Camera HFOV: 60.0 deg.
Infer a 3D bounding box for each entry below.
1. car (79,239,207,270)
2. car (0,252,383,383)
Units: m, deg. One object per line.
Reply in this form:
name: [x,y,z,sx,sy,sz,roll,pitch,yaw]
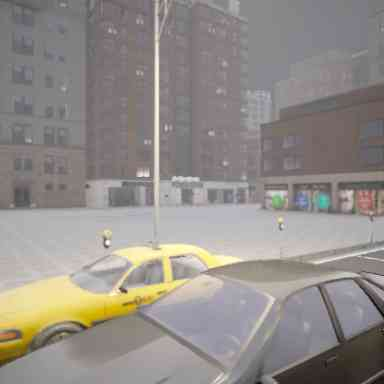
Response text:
car: [-0.899,1.523,5.546,4.829,1.417,1.752,0,0,-36]
car: [0.802,1.545,3.640,5.357,1.411,2.033,0,0,-36]
